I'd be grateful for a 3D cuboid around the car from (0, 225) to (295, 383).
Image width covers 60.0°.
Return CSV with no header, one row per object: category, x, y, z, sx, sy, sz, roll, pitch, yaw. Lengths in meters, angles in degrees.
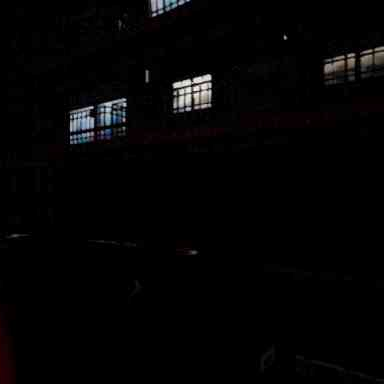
car,-1.381,1.325,3.863,5.009,1.841,2.192,0,0,35
